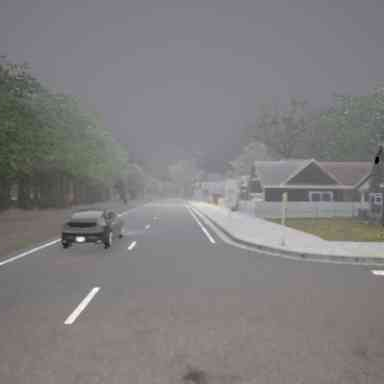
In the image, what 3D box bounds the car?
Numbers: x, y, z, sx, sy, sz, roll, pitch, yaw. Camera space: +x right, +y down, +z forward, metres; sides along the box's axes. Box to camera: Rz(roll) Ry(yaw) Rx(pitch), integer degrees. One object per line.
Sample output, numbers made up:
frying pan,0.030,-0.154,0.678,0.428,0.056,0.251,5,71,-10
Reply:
car,-4.160,1.463,14.505,1.837,1.490,4.892,1,0,-3
